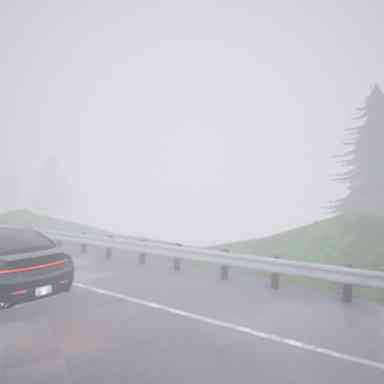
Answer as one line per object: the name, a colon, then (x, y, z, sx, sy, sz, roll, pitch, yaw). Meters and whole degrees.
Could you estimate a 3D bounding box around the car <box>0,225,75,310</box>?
car: (-4.580, 1.477, 7.261, 4.892, 1.490, 1.837, 0, 0, 36)
